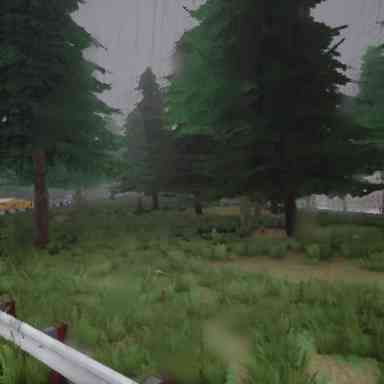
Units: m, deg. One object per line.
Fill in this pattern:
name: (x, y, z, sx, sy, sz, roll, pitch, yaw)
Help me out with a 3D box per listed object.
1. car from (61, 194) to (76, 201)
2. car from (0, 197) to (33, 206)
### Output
car: (-16.487, 1.003, 46.141, 1.994, 1.385, 4.181, -4, 1, 8)
car: (-17.912, 1.283, 33.341, 1.882, 1.535, 5.008, -4, 1, 5)
